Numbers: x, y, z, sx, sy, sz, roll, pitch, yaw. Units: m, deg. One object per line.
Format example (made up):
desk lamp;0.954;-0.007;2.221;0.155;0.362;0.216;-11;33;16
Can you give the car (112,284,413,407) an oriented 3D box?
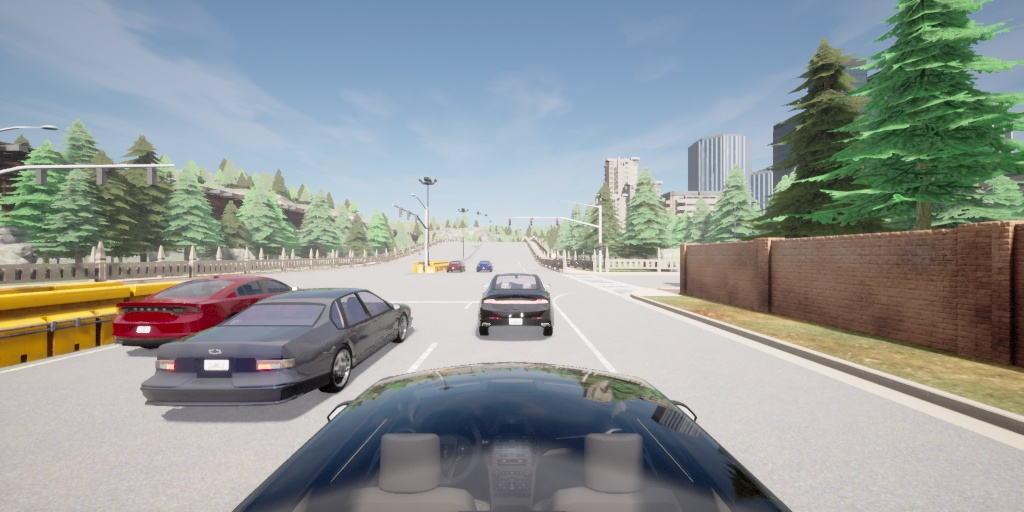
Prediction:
car;-3.400;1.297;6.630;2.033;1.411;5.357;0;0;0

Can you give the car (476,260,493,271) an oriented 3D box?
car;-3.410;1.276;45.391;1.812;1.442;4.674;0;0;0

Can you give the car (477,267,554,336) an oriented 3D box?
car;0.127;1.242;10.377;2.128;1.511;4.902;0;0;1

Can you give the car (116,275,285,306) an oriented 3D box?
car;-6.901;1.228;9.192;1.882;1.535;5.008;0;0;0

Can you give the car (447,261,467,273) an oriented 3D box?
car;-6.905;1.276;44.558;1.812;1.442;4.674;0;0;0
